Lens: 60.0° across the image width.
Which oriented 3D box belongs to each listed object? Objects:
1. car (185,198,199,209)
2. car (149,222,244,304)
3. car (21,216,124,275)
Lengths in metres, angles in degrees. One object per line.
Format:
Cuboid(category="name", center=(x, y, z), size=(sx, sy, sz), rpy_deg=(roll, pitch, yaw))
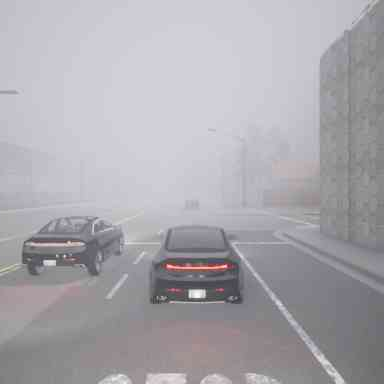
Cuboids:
Cuboid(category="car", center=(0.009, 1.491, 44.142), size=(2.128, 1.511, 4.902), rpy_deg=(0, 0, 0))
Cuboid(category="car", center=(0.085, 1.505, 8.142), size=(1.837, 1.490, 4.892), rpy_deg=(0, 0, 0))
Cuboid(category="car", center=(-3.421, 1.492, 10.413), size=(2.128, 1.511, 4.902), rpy_deg=(0, 0, 0))
